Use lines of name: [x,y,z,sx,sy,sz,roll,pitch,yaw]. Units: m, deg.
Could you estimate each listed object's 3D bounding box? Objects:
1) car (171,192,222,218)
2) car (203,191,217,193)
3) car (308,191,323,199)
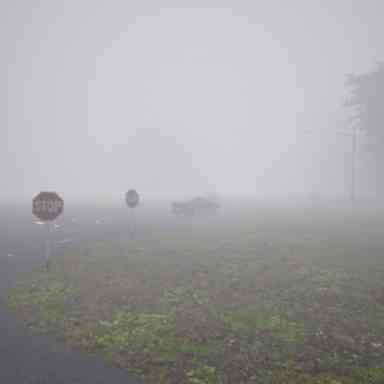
car: [0.400,1.097,26.704,1.882,1.535,5.008,2,3,36]
car: [1.848,0.681,40.734,2.128,1.511,4.902,2,3,36]
car: [20.891,0.442,56.200,1.994,1.385,4.181,2,2,31]
